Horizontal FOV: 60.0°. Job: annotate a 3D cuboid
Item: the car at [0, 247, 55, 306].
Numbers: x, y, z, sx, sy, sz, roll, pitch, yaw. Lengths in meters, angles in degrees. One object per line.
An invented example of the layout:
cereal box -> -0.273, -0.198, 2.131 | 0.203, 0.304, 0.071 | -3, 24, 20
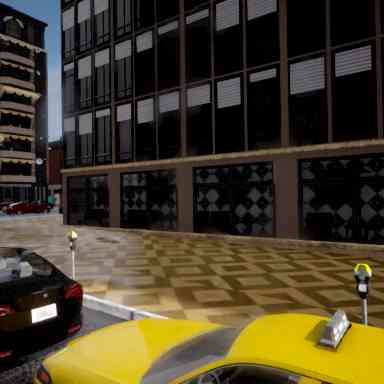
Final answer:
car -> -3.565, 1.568, 5.413 | 4.313, 1.339, 1.947 | 0, -1, 35

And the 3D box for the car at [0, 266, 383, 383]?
car -> 0.736, 1.526, 2.367 | 4.829, 1.417, 1.752 | 0, -1, 35

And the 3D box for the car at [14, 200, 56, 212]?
car -> -19.391, 1.743, 41.247 | 1.947, 1.339, 4.313 | -2, -1, 35

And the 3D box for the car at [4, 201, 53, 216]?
car -> -15.731, 1.581, 31.896 | 1.802, 1.307, 4.206 | -2, -1, 35
